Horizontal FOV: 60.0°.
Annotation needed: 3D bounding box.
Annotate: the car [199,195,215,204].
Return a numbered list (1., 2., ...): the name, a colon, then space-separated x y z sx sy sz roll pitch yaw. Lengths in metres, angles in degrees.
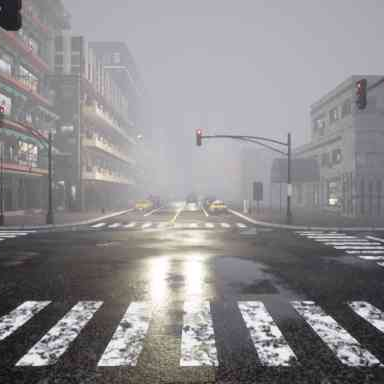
1. car: 2.689 1.351 50.488 2.192 1.841 5.009 0 0 0

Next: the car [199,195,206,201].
1. car: 2.684 1.632 89.432 1.752 1.417 4.829 0 0 0

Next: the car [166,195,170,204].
1. car: -5.694 1.603 61.564 2.008 1.369 4.403 0 0 0

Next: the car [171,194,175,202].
1. car: -5.695 1.628 78.183 1.887 1.381 4.507 0 0 0

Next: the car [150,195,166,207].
1. car: -5.691 1.351 50.486 2.192 1.841 5.009 0 0 0

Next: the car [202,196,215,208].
1. car: 2.689 1.611 44.948 1.802 1.307 4.206 0 0 0

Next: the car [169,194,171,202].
1. car: -5.694 1.587 66.933 1.752 1.417 4.829 0 0 0

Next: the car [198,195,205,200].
1. car: 2.683 1.670 94.801 2.008 1.369 4.403 0 0 0

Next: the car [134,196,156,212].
1. car: -5.692 1.549 39.237 1.752 1.417 4.829 0 0 0

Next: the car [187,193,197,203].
1. car: -0.006 1.182 70.709 2.150 2.045 5.566 0 0 0

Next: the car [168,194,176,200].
1. car: -5.696 1.434 94.801 2.192 1.841 5.009 0 0 0

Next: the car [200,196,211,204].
1. car: 2.687 1.612 67.105 2.008 1.369 4.403 0 0 0

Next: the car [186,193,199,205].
1. car: -0.005 1.403 60.646 2.097 1.767 4.553 0 0 0

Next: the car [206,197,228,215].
1. car: 2.690 1.544 34.040 1.752 1.417 4.829 0 0 0
